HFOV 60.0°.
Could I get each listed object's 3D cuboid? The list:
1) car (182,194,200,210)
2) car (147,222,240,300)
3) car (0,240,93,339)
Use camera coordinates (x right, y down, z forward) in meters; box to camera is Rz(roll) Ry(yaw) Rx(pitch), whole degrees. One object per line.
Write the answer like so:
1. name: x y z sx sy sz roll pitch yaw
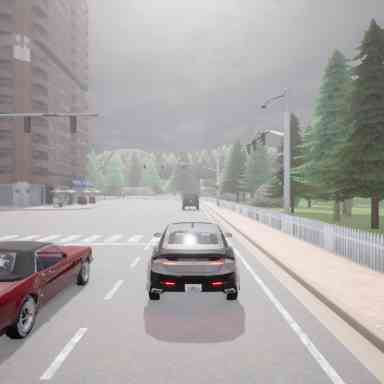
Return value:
1. car: -0.178 1.231 43.791 2.150 2.045 5.566 0 0 -1
2. car: 0.023 1.493 8.345 2.128 1.511 4.902 0 0 0
3. car: -3.450 1.602 6.496 1.895 1.301 4.718 0 0 0
